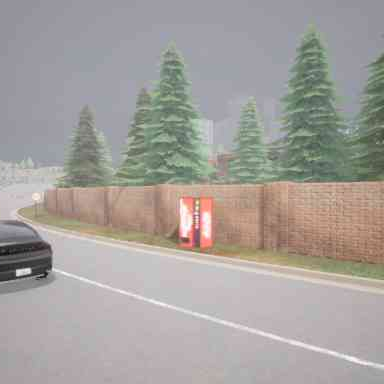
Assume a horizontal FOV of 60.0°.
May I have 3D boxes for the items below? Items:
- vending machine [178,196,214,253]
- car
[{"bbox_3d":[0.155,1.195,13.036,0.880,2.100,1.100,0,0,42],"label":"vending machine"},{"bbox_3d":[-5.485,1.505,8.941,4.892,1.490,1.837,0,0,42],"label":"car"}]
